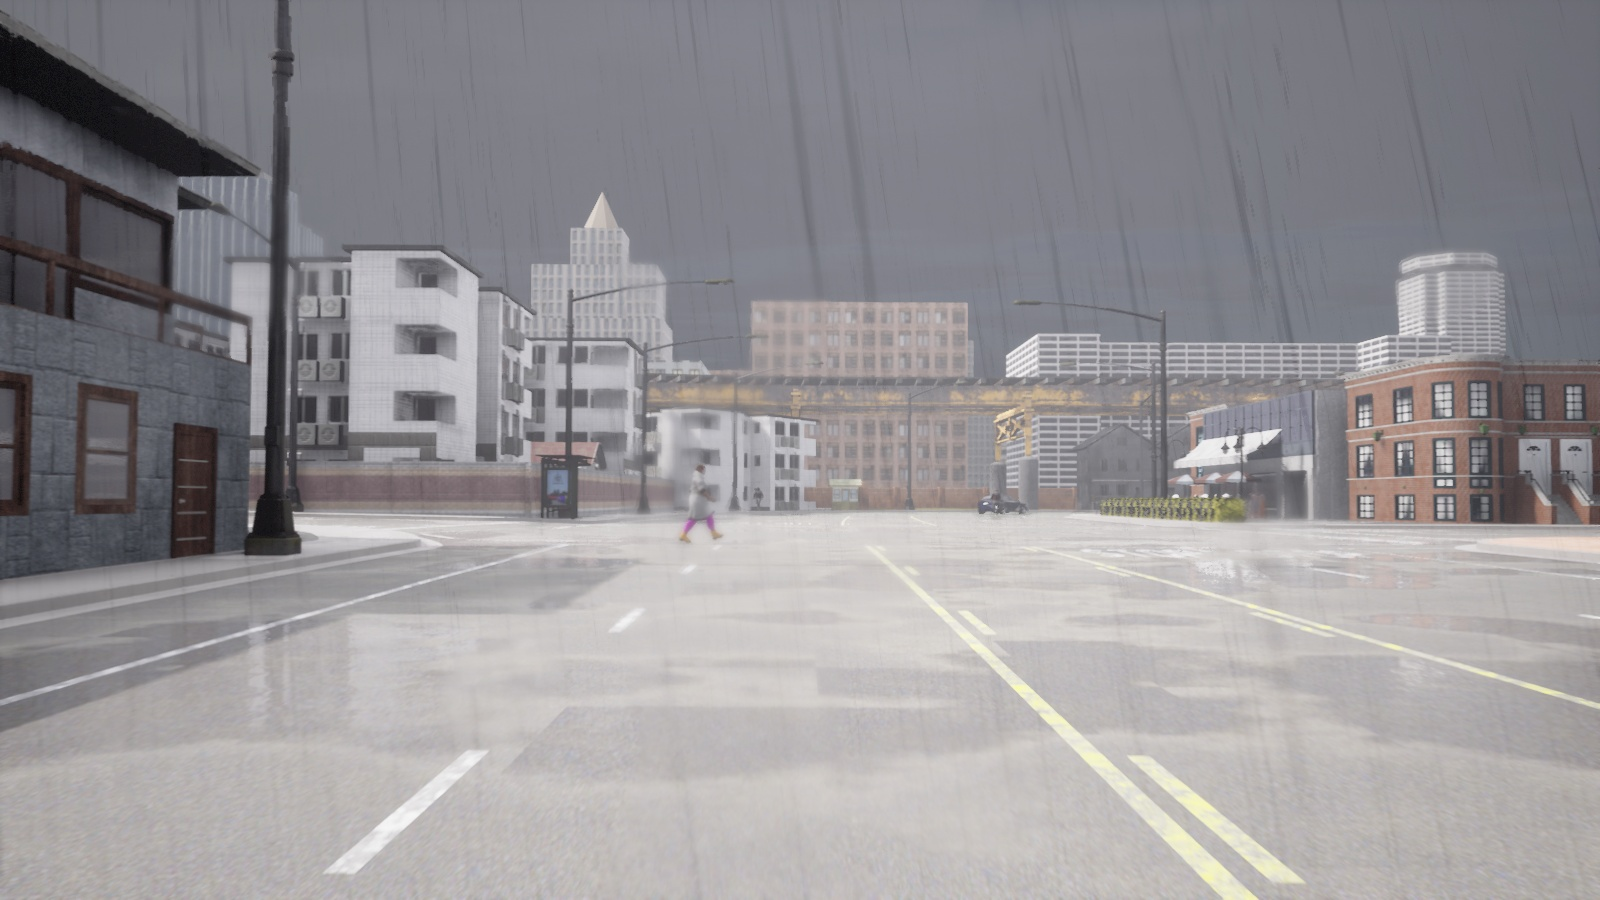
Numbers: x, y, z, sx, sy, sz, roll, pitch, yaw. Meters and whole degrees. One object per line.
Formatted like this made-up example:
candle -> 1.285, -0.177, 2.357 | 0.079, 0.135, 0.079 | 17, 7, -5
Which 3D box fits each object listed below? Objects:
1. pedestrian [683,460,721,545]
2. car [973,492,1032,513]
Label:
pedestrian -> -2.292, 1.223, 29.426 | 0.873, 1.952, 0.659 | 0, -2, -4
car -> 14.848, 3.854, 91.855 | 2.163, 1.488, 4.792 | -2, -3, 39
